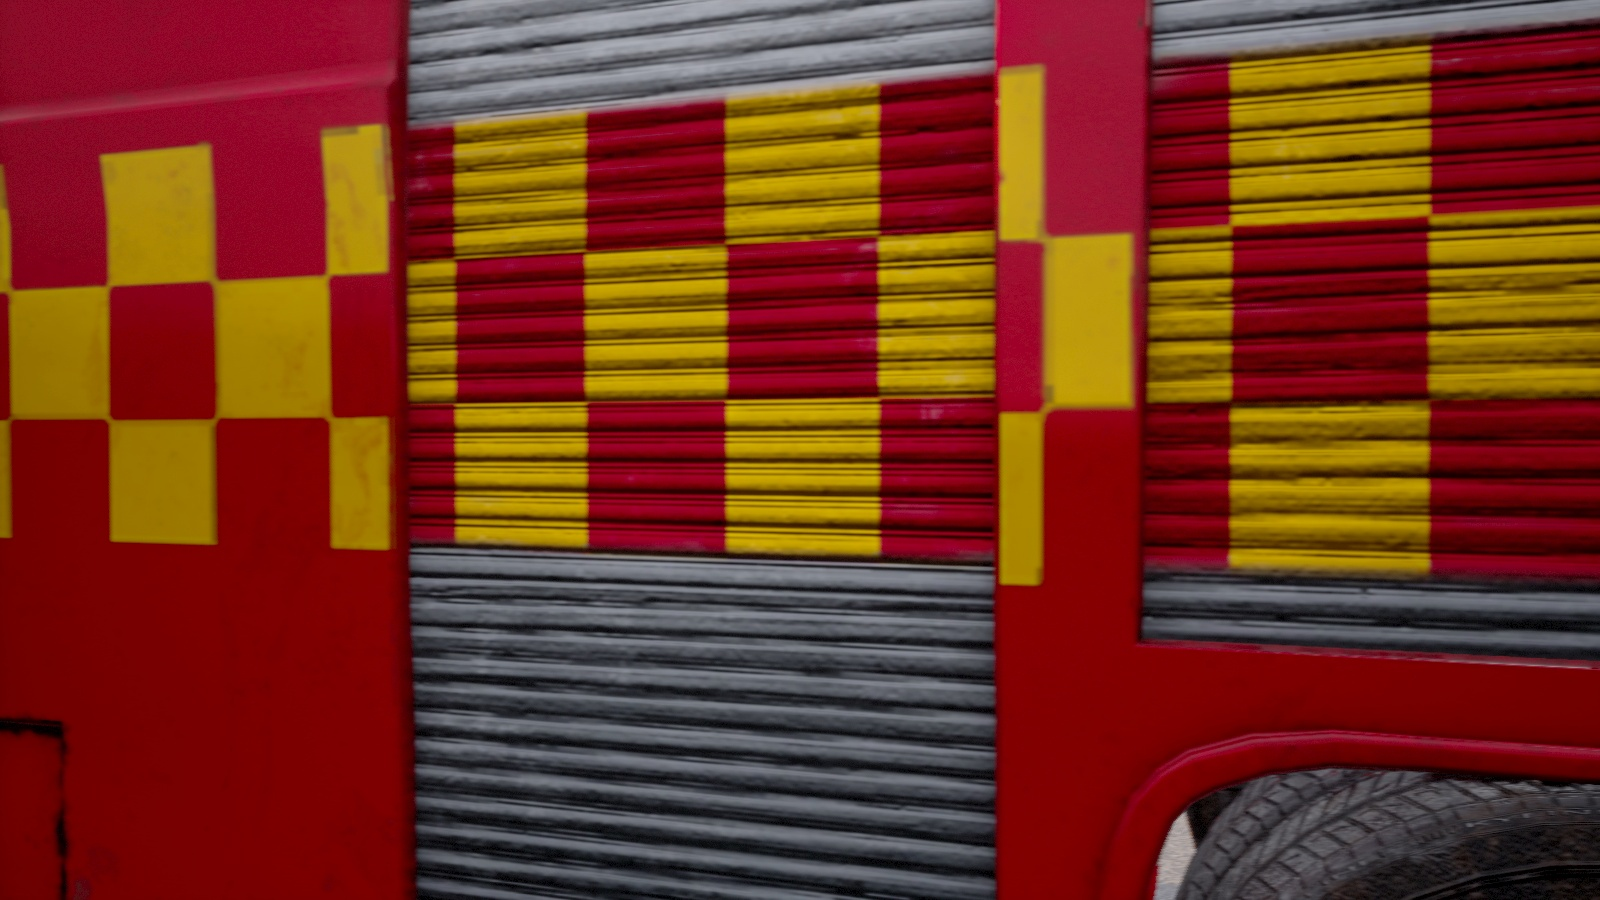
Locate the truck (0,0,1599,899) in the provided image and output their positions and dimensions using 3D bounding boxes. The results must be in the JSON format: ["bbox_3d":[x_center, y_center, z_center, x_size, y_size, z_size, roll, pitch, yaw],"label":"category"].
[{"bbox_3d":[-1.286,-0.401,3.609,8.468,3.827,2.891,1,1,19],"label":"truck"}]
